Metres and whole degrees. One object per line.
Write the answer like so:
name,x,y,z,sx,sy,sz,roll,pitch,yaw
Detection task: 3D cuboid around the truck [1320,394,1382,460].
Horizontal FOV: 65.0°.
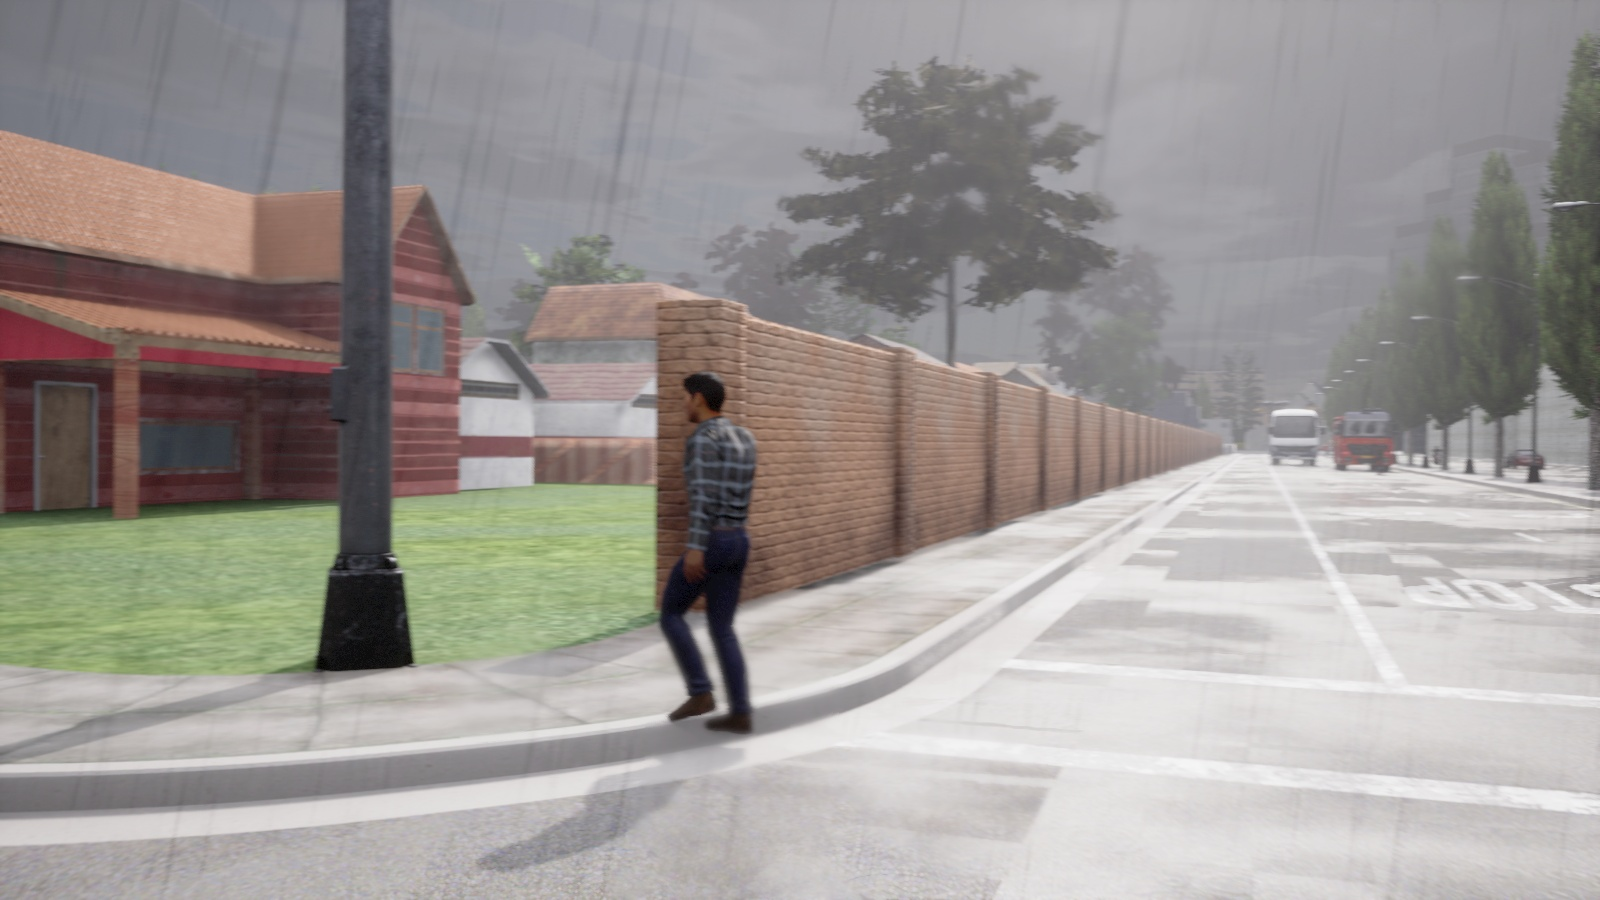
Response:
truck,34.110,-1.390,77.958,2.891,3.827,8.468,-1,0,19

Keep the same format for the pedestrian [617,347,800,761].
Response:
pedestrian,-0.458,0.491,6.286,0.788,1.949,0.423,0,0,29
